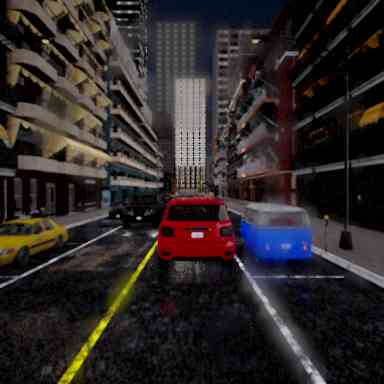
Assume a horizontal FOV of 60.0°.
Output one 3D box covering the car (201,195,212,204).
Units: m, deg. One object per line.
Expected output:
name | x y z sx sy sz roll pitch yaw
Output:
car | 2.674 1.374 61.203 1.752 1.417 4.829 -1 0 0

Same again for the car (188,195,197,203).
car | 0.093 1.368 64.132 1.812 1.442 4.674 0 0 0

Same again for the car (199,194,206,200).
car | 2.671 1.316 88.819 1.752 1.417 4.829 -1 0 0

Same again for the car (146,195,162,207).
car | -5.706 1.314 49.998 1.967 1.590 4.097 -1 0 0

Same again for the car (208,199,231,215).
car | 2.678 1.464 33.415 2.008 1.369 4.403 -1 0 0

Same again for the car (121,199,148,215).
car | -5.702 1.458 33.428 1.887 1.381 4.507 0 0 0

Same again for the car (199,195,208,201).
car | 2.673 1.358 77.603 1.887 1.381 4.507 -1 0 0

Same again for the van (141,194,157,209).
van | -5.706 1.228 44.474 1.690 1.788 3.998 -1 0 0

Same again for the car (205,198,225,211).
car | 2.677 1.451 38.939 2.008 1.369 4.403 -1 0 0

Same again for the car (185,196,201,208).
car | 0.095 1.375 45.850 2.128 1.511 4.902 0 0 0

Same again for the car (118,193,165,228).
car | -3.102 1.163 22.226 2.150 2.045 5.566 0 0 0

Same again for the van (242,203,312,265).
van | 2.679 1.311 11.322 1.690 1.788 3.998 -1 0 0

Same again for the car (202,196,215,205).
car | 2.675 1.412 55.509 2.008 1.369 4.403 -1 0 0

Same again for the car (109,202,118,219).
car | -5.702 1.493 27.904 1.947 1.339 4.313 0 0 0

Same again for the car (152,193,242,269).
car | 0.088 1.192 11.215 2.150 2.045 5.566 0 0 -1

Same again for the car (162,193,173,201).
car | -5.711 1.129 77.614 2.192 1.841 5.009 -1 0 0

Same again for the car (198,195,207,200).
car | 2.672 1.353 83.126 2.008 1.369 4.403 -1 0 0

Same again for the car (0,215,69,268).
car | -5.700 1.496 11.164 1.752 1.417 4.829 0 0 0

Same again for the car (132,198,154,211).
car | -5.704 1.445 38.952 1.887 1.381 4.507 -1 0 0

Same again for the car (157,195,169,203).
car | -5.707 1.403 66.569 1.947 1.339 4.313 -1 0 0
